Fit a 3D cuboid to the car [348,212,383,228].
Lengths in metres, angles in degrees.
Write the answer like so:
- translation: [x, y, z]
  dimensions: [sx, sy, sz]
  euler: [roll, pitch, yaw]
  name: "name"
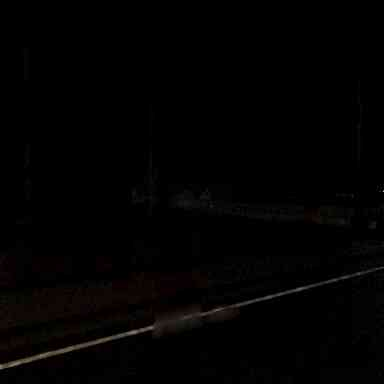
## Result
- translation: [16.417, 2.859, 32.352]
  dimensions: [1.882, 1.535, 5.008]
  euler: [1, -10, -36]
  name: "car"
